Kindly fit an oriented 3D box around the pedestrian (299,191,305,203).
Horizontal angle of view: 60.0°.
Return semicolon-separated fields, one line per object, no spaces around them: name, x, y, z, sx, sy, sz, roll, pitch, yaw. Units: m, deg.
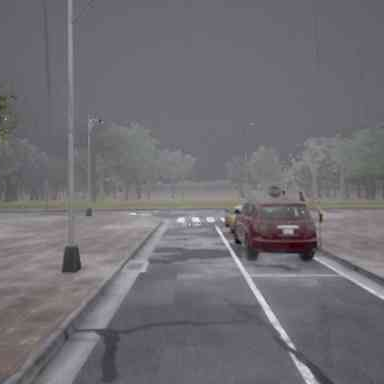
pedestrian;6.770;0.823;20.470;0.375;1.860;0.375;0;1;0

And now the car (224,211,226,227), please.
car;2.638;1.261;17.215;1.752;1.417;4.829;0;1;0

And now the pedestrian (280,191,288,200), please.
pedestrian;6.012;0.810;21.670;0.375;1.860;0.375;0;1;0

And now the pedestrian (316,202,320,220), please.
pedestrian;8.012;1.174;21.076;0.500;1.100;0.500;0;1;0

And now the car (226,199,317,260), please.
car;2.637;1.138;11.496;2.192;1.841;5.009;0;1;0
